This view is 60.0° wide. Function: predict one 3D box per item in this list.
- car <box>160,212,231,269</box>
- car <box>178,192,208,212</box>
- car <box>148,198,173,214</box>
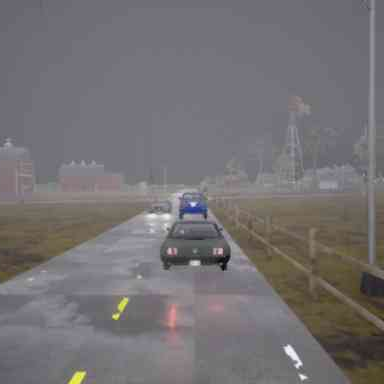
[{"bbox_3d":[0.089,1.564,10.945,1.895,1.301,4.718,0,0,0],"label":"car"},{"bbox_3d":[0.090,0.991,26.781,2.150,2.045,5.566,0,1,0],"label":"car"},{"bbox_3d":[-2.849,1.261,30.698,1.994,1.385,4.181,0,1,0],"label":"car"}]
